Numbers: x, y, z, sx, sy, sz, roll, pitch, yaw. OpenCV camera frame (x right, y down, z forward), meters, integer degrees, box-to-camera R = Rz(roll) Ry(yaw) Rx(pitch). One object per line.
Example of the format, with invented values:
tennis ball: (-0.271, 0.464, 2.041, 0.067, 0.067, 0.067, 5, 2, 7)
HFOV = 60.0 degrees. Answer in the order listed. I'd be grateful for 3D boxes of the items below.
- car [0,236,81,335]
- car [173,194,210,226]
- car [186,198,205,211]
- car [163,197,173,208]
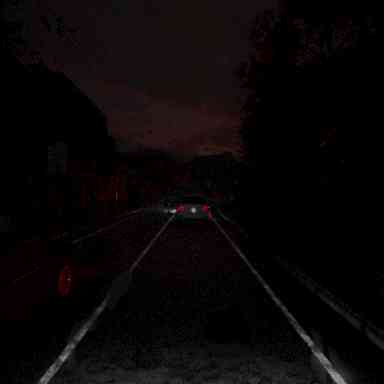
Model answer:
car: (-3.600, 1.536, 5.814, 2.033, 1.411, 5.357, 0, 0, 0)
car: (0.096, 1.178, 23.087, 2.150, 2.045, 5.566, 0, 0, 0)
car: (0.476, 1.458, 41.041, 2.033, 1.411, 5.357, 0, 0, 4)
car: (-2.768, 1.421, 46.310, 2.128, 1.511, 4.902, -1, 0, 6)
